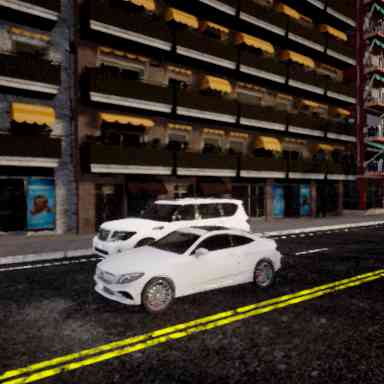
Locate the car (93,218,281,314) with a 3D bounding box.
[{"bbox_3d":[0.130,1.544,7.786,4.674,1.442,1.812,0,0,-35],"label":"car"}]

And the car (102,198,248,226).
[{"bbox_3d":[-0.435,1.246,11.358,5.566,2.045,2.150,0,0,-36],"label":"car"}]
